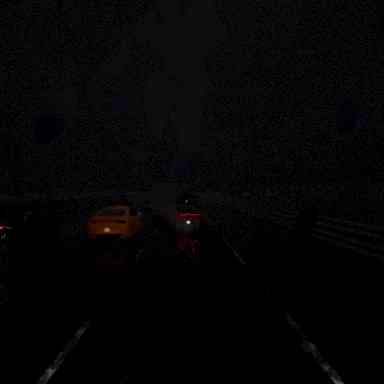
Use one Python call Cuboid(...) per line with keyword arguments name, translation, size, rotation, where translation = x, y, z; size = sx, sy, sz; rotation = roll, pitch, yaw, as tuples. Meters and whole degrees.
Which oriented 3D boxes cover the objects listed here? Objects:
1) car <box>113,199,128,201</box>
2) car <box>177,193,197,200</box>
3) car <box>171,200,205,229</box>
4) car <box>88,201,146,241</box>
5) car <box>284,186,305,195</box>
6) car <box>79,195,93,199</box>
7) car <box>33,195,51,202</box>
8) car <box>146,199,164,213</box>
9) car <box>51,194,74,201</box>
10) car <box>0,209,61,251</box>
Cuboid(name="car", translation=(-7.549, 1.479, 35.277), size=(2.033, 1.411, 5.357), rotation=(0, 0, -1))
Cuboid(name="car", translation=(-0.645, 1.142, 39.776), size=(2.150, 2.045, 5.566), rotation=(0, 0, -1))
Cuboid(name="car", translation=(-0.253, 1.470, 21.351), size=(1.837, 1.490, 4.892), rotation=(0, 0, -1))
Cuboid(name="car", translation=(-3.656, 1.453, 16.583), size=(1.882, 1.535, 5.008), rotation=(0, 0, -1))
Cuboid(name="car", translation=(21.907, -0.189, 71.539), size=(2.150, 2.045, 5.566), rotation=(0, -4, -15))
Cuboid(name="car", translation=(-18.698, 1.368, 58.708), size=(1.837, 1.490, 4.892), rotation=(0, 0, -1))
Cuboid(name="car", translation=(-25.672, 1.344, 57.743), size=(1.882, 1.535, 5.008), rotation=(0, 0, -1))
Cuboid(name="car", translation=(-4.050, 1.480, 35.308), size=(2.033, 1.411, 5.357), rotation=(0, 0, -1))
Cuboid(name="car", translation=(-22.180, 1.218, 57.919), size=(2.097, 1.767, 4.553), rotation=(0, 0, -1))
Cuboid(name="car", translation=(-7.104, 1.471, 13.938), size=(2.128, 1.511, 4.902), rotation=(0, 0, -1))
